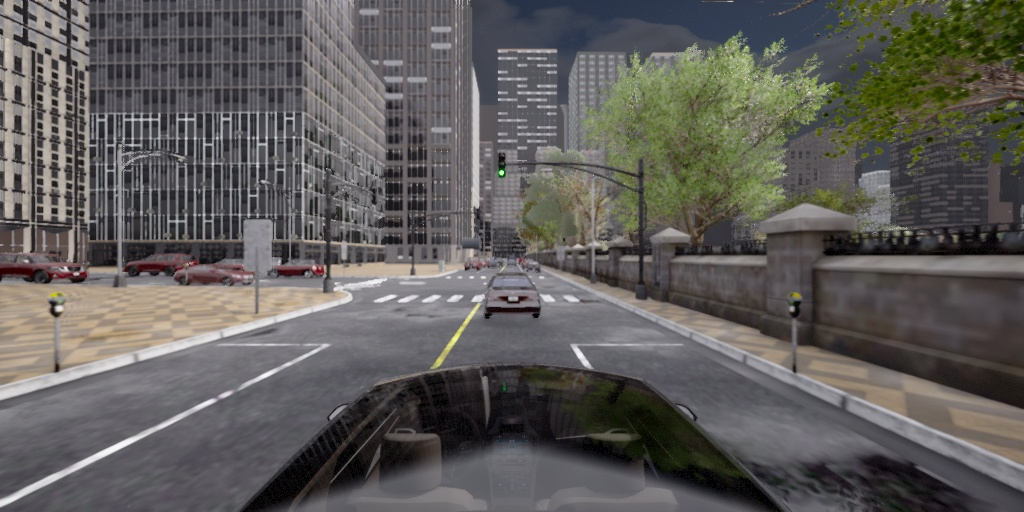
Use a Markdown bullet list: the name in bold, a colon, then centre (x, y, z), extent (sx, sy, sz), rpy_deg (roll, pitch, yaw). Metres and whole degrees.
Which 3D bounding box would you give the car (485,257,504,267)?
- **car**: centre (-2.829, 1.321, 57.842), extent (1.994, 1.385, 4.181), rpy_deg (0, 0, 0)

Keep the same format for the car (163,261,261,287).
- **car**: centre (-17.775, 1.142, 21.463), extent (4.207, 1.307, 1.802), rpy_deg (0, 0, 1)

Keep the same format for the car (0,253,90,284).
- **car**: centre (-28.827, 0.743, 21.683), extent (5.009, 1.841, 2.192), rpy_deg (0, 0, 1)

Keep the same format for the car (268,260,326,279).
- **car**: centre (-17.634, 1.004, 29.343), extent (4.097, 1.591, 1.967), rpy_deg (0, 0, 1)

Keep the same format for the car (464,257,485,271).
- **car**: centre (-5.332, 1.073, 49.186), extent (2.192, 1.841, 5.009), rpy_deg (0, 0, 0)

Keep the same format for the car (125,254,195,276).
- **car**: centre (-28.686, 0.747, 29.563), extent (5.009, 1.841, 2.192), rpy_deg (0, 0, 1)

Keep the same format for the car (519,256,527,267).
- **car**: centre (2.547, 1.197, 54.725), extent (1.967, 1.591, 4.097), rpy_deg (0, 0, 0)

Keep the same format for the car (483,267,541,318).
- **car**: centre (-0.078, 1.302, 13.060), extent (2.033, 1.411, 5.357), rpy_deg (0, 0, -3)

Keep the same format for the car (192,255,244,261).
- **car**: centre (-23.160, 0.938, 29.453), extent (4.097, 1.591, 1.967), rpy_deg (0, 0, 1)

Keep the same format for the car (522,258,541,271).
- **car**: centre (2.551, 1.309, 43.635), extent (2.007, 1.370, 4.403), rpy_deg (0, 0, 0)
